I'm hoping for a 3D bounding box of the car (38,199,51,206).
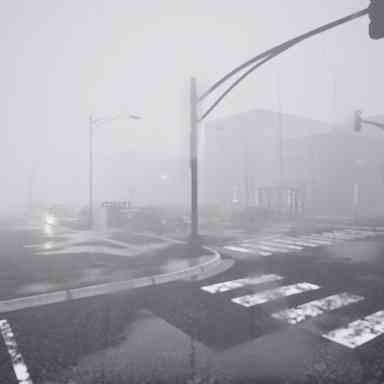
[{"bbox_3d":[-35.593,2.491,80.018,1.752,1.417,4.829,-2,0,-36],"label":"car"}]

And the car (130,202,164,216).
[{"bbox_3d":[-5.301,1.907,38.924,2.008,1.369,4.403,-2,0,-36],"label":"car"}]

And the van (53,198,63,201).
[{"bbox_3d":[-28.788,2.170,70.779,1.690,1.788,3.998,-2,0,-36],"label":"van"}]

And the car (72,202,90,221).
[{"bbox_3d":[-8.682,1.916,29.444,2.008,1.369,4.403,-1,0,-36],"label":"car"}]

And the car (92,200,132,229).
[{"bbox_3d":[-5.333,1.613,24.892,2.192,1.841,5.009,-1,0,-36],"label":"car"}]

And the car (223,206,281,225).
[{"bbox_3d":[4.764,1.720,25.271,1.947,1.339,4.313,-2,0,-36],"label":"car"}]

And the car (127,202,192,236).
[{"bbox_3d":[-1.975,1.671,20.342,1.967,1.590,4.097,-1,0,-36],"label":"car"}]

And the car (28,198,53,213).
[{"bbox_3d":[-22.107,1.950,47.646,2.192,1.841,5.009,-1,0,-36],"label":"car"}]

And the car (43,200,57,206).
[{"bbox_3d":[-32.138,2.441,75.330,1.887,1.381,4.507,-2,0,-36],"label":"car"}]

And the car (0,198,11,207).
[{"bbox_3d":[-42.268,2.356,74.926,2.192,1.841,5.009,-1,0,-36],"label":"car"}]

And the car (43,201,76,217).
[{"bbox_3d":[-15.392,2.051,38.545,2.008,1.369,4.403,-1,0,-36],"label":"car"}]

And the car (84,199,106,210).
[{"bbox_3d":[-15.368,1.999,52.575,1.967,1.590,4.097,-2,0,-36],"label":"car"}]

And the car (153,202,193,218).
[{"bbox_3d":[-2.047,1.816,34.509,1.752,1.417,4.829,-2,0,-36],"label":"car"}]

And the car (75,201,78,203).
[{"bbox_3d":[-22.073,2.276,61.678,1.802,1.307,4.206,-2,0,-36],"label":"car"}]

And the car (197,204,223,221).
[{"bbox_3d":[1.308,1.749,29.959,1.752,1.417,4.829,-2,0,-36],"label":"car"}]
